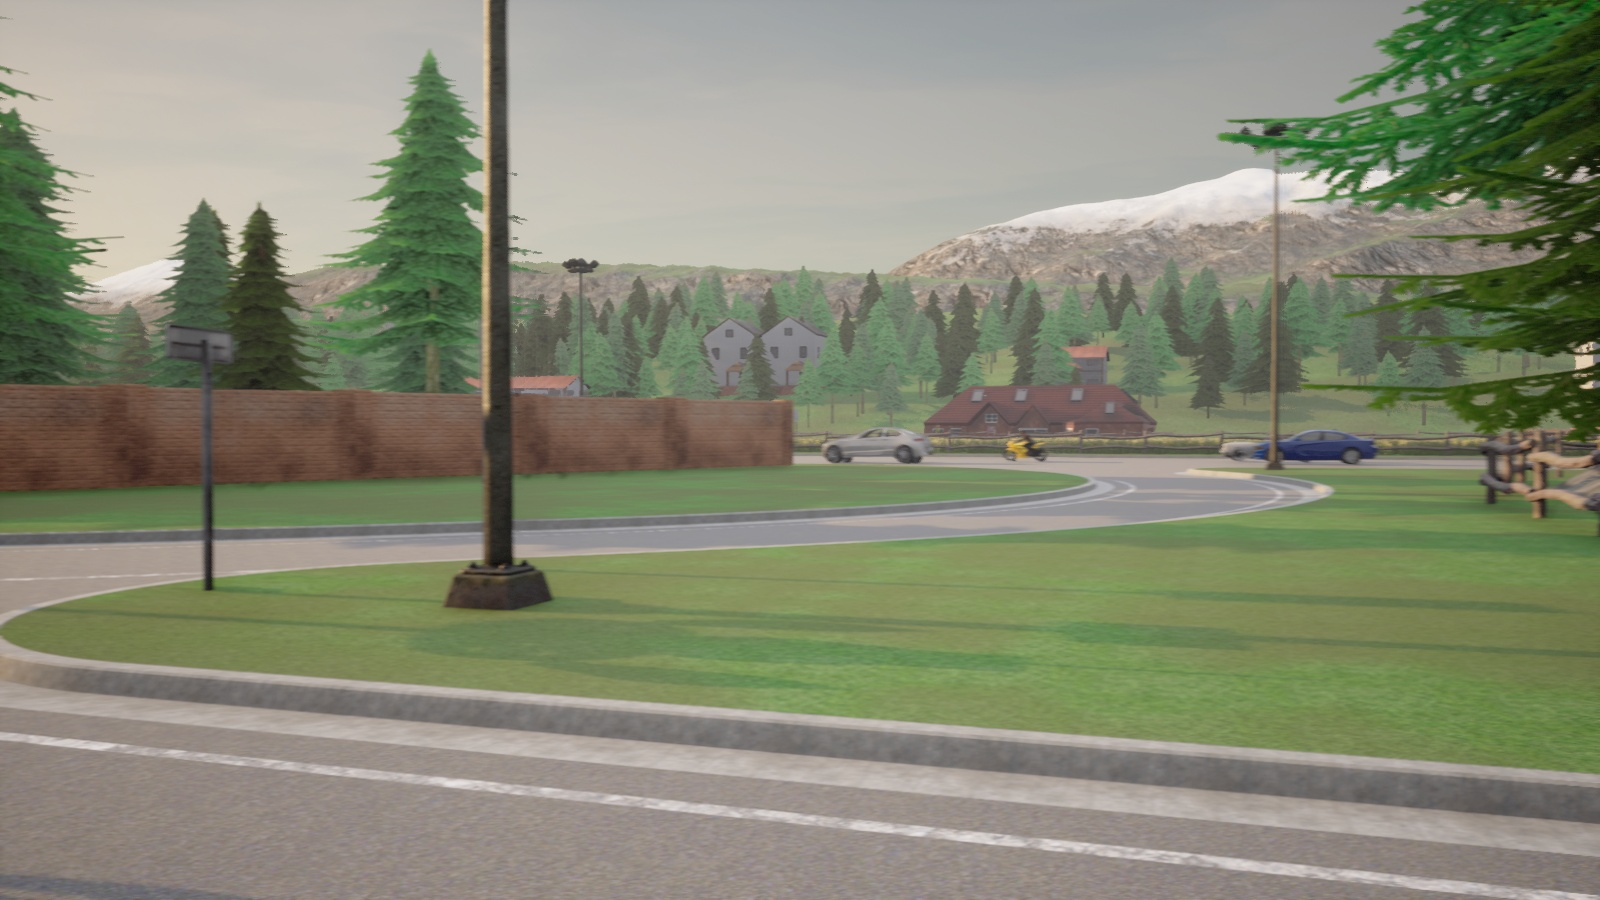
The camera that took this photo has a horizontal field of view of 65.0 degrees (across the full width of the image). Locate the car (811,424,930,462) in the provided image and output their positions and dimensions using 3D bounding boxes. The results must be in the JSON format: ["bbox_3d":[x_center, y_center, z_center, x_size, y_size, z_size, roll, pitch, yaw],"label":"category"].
[{"bbox_3d":[3.214,-0.344,57.141,5.027,1.651,2.152,1,1,19],"label":"car"}]

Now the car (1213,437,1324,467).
[{"bbox_3d":[21.681,0.080,58.269,4.718,1.301,1.895,1,1,19],"label":"car"}]

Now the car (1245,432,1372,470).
[{"bbox_3d":[21.961,0.023,54.476,5.008,1.535,1.882,1,1,19],"label":"car"}]

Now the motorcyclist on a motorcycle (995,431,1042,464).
[{"bbox_3d":[10.185,-0.117,58.474,2.044,1.523,0.797,1,1,19],"label":"motorcyclist on a motorcycle"}]
